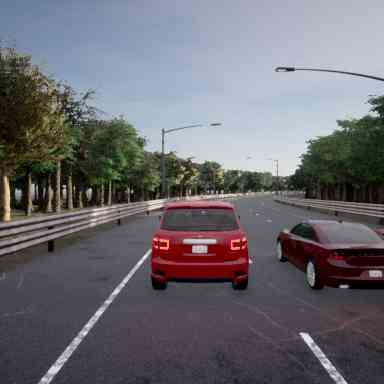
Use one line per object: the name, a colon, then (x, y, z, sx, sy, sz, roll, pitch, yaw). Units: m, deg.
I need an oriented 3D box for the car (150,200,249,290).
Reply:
car: (0.207, 1.223, 9.237, 2.150, 2.045, 5.566, 0, 0, 1)

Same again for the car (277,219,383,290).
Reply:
car: (3.713, 1.479, 9.113, 1.882, 1.535, 5.008, 0, 0, 1)

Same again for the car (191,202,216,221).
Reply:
car: (1.031, 1.569, 28.223, 1.994, 1.385, 4.181, 0, 0, 4)
